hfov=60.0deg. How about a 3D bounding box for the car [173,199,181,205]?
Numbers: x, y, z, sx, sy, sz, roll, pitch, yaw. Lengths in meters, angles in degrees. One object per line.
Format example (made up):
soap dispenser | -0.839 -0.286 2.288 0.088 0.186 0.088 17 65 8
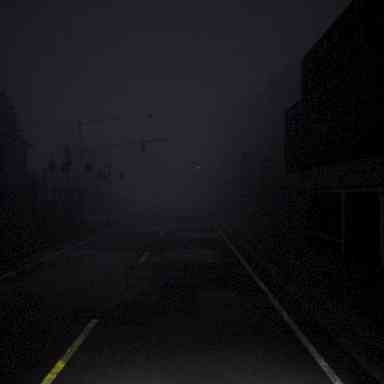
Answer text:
car | -3.479 2.396 78.385 2.033 1.411 5.357 0 -1 0
